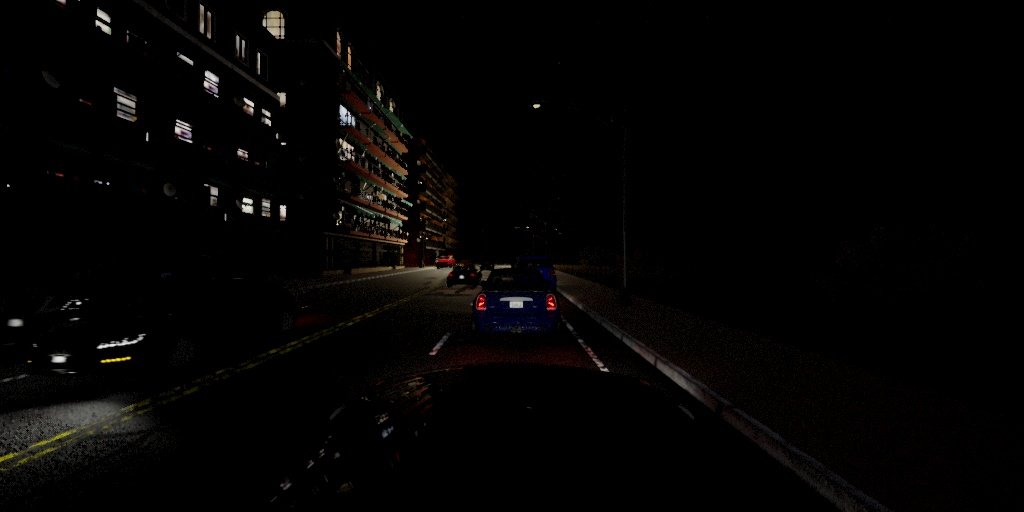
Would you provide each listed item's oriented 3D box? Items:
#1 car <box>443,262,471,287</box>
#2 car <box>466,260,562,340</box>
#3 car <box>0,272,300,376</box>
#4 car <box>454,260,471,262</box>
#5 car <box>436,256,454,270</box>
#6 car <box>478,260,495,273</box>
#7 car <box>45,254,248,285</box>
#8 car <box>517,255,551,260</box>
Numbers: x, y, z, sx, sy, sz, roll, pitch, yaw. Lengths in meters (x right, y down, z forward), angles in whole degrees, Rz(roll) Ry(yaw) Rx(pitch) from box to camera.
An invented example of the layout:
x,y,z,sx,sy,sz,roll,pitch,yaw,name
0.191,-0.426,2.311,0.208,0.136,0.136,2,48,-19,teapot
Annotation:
x,y,z,sx,sy,sz,roll,pitch,yaw,name
-3.150,1.315,24.442,1.994,1.385,4.181,0,0,0,car
0.098,1.103,10.122,2.097,1.767,4.553,0,0,0,car
-6.604,1.256,7.654,1.837,1.490,4.892,0,0,0,car
-6.593,1.276,50.705,1.812,1.442,4.674,0,0,0,car
-9.841,0.972,53.523,2.150,2.045,5.566,0,0,0,car
-3.147,1.278,45.082,1.812,1.442,4.674,0,0,0,car
-9.851,0.973,9.879,2.150,2.045,5.566,0,0,0,car
1.137,0.977,19.697,2.150,2.045,5.566,0,0,0,car
